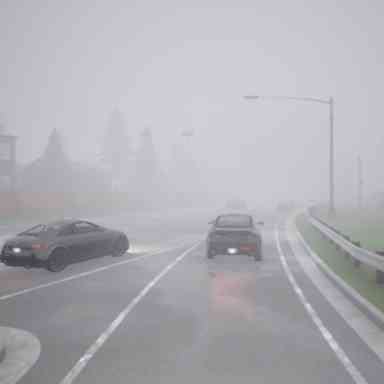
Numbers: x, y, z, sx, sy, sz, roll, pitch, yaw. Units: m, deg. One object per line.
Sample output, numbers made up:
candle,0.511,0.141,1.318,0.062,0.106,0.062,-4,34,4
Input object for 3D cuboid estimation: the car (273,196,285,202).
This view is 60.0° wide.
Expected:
car,23.467,1.855,89.520,2.128,1.511,4.902,0,0,27

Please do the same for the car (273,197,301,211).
car,12.877,1.778,44.697,2.033,1.411,5.357,0,0,27

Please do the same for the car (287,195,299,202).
car,26.955,1.815,88.669,2.097,1.767,4.553,0,0,27

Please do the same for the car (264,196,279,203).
car,18.802,1.884,80.203,1.882,1.535,5.008,0,0,27

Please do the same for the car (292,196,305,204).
car,25.061,1.879,77.069,1.882,1.535,5.008,0,0,27

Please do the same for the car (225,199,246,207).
car,6.280,1.724,47.155,2.128,1.511,4.902,0,0,27

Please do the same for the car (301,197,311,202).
car,29.740,1.919,86.412,1.895,1.301,4.718,0,0,27

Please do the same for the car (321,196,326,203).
car,33.401,1.812,85.907,2.097,1.767,4.553,0,0,27

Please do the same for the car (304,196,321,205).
car,25.530,1.895,70.186,1.812,1.442,4.674,0,0,27

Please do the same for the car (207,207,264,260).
car,1.688,1.571,12.838,1.837,1.490,4.892,0,0,10

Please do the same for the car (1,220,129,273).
car,-3.967,1.609,11.064,1.994,1.385,4.181,0,-1,27
